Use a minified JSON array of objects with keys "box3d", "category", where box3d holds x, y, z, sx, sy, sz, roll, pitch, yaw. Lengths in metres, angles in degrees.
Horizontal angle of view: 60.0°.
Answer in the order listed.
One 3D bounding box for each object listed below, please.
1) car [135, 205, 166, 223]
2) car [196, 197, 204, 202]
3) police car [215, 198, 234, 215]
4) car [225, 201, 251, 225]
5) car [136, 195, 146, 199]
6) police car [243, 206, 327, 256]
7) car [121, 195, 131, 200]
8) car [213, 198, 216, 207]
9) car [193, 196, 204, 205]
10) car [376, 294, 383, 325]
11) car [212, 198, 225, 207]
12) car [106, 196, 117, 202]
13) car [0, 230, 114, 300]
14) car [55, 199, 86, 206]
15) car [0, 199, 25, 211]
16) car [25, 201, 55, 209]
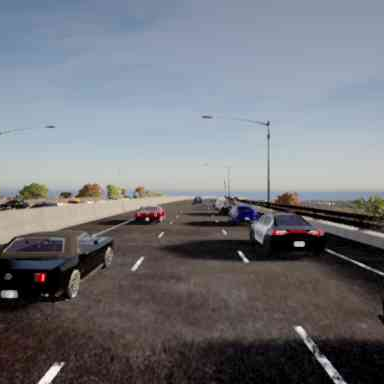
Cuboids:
[{"box3d":[-3.180,1.684,26.179,1.895,1.301,4.718,0,0,1],"category":"car"},{"box3d":[2.050,1.826,83.797,1.895,1.301,4.718,0,0,3],"category":"car"},{"box3d":[3.881,1.633,35.241,2.038,1.542,4.974,0,0,1],"category":"police car"},{"box3d":[3.685,1.603,24.320,1.812,1.442,4.674,0,0,1],"category":"car"},{"box3d":[-12.150,1.517,79.172,1.812,1.442,4.674,0,0,3],"category":"car"},{"box3d":[3.559,1.539,13.399,2.038,1.542,4.974,0,0,0],"category":"police car"},{"box3d":[-15.646,1.492,79.334,1.837,1.490,4.892,0,0,3],"category":"car"},{"box3d":[4.146,1.707,46.160,1.812,1.442,4.674,0,0,2],"category":"car"},{"box3d":[1.310,1.664,66.934,2.097,1.767,4.553,0,0,2],"category":"car"},{"box3d":[3.501,1.606,2.505,1.895,1.301,4.718,0,0,0],"category":"car"},{"box3d":[4.480,1.790,57.078,2.033,1.411,5.357,0,0,2],"category":"car"},{"box3d":[-19.154,1.832,79.255,1.837,1.490,4.892,0,0,3],"category":"car"},{"box3d":[-3.369,1.618,8.400,1.895,1.301,4.718,0,0,0],"category":"car"},{"box3d":[-13.628,1.615,38.635,1.882,1.535,5.008,0,0,2],"category":"car"},{"box3d":[-20.627,1.640,38.654,1.837,1.490,4.892,0,0,2],"category":"car"},{"box3d":[-17.121,1.701,38.818,1.994,1.385,4.181,0,0,2],"category":"car"}]
